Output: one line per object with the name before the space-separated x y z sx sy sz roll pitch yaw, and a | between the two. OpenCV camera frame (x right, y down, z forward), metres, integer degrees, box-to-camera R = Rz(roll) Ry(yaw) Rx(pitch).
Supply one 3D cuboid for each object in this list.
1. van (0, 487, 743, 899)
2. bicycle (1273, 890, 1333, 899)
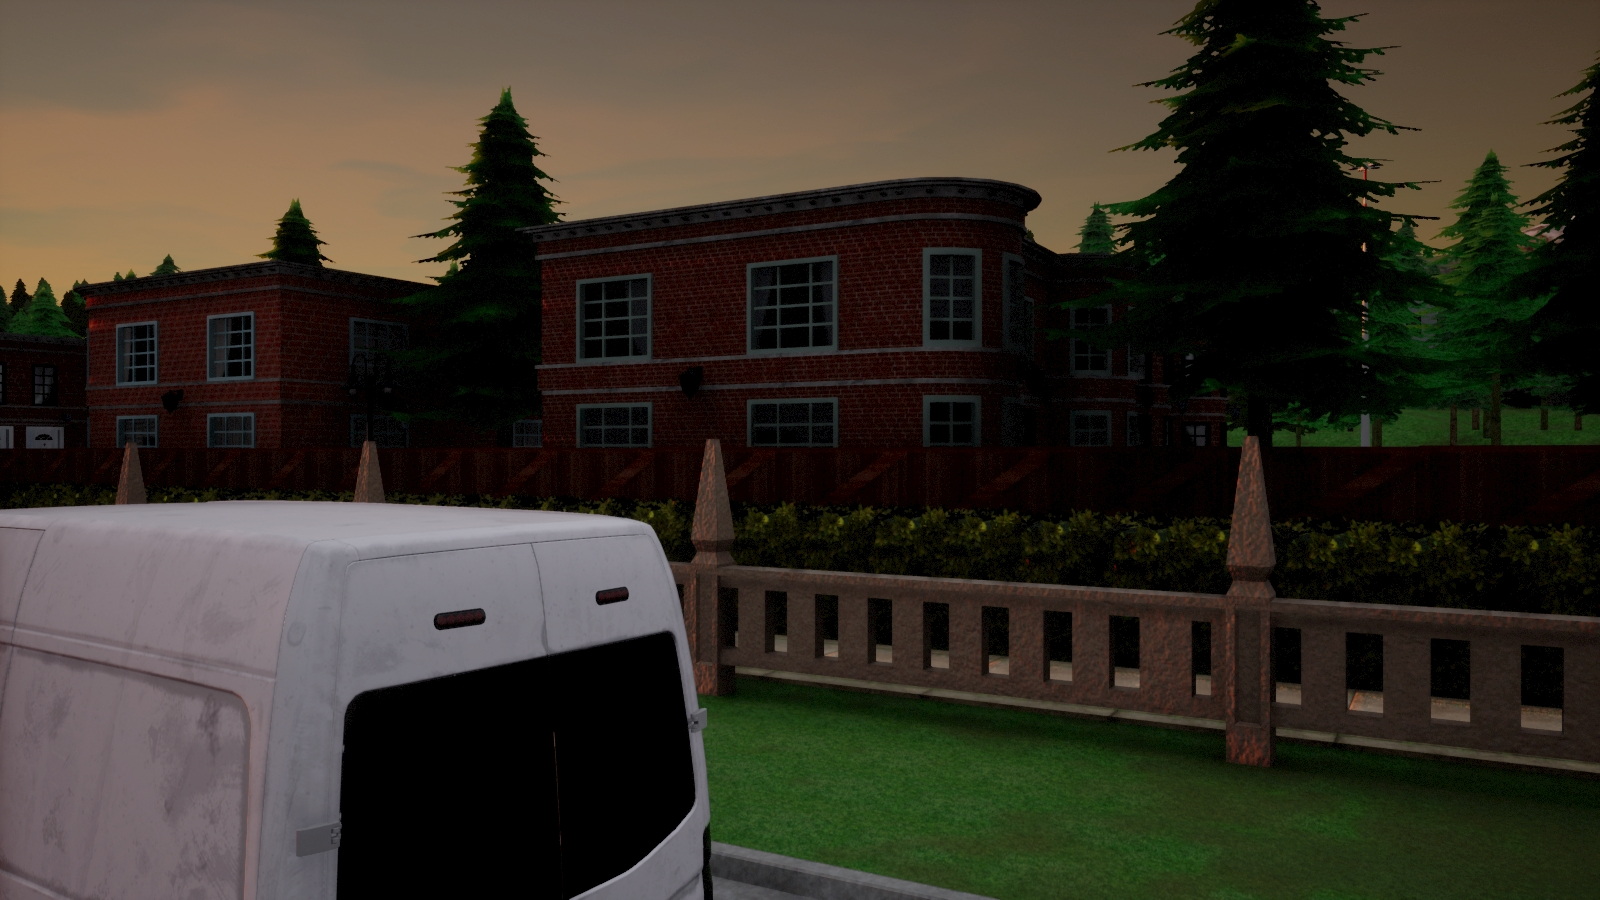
van | -3.240 1.534 5.467 5.915 2.561 1.988 0 0 34
bicycle | 2.143 2.060 2.830 1.835 1.471 0.329 0 0 30
